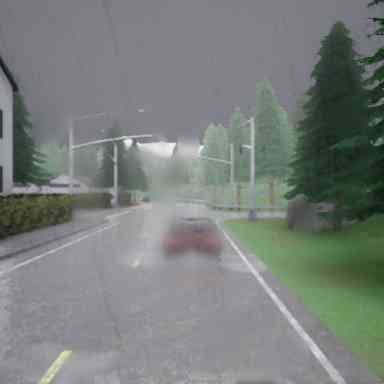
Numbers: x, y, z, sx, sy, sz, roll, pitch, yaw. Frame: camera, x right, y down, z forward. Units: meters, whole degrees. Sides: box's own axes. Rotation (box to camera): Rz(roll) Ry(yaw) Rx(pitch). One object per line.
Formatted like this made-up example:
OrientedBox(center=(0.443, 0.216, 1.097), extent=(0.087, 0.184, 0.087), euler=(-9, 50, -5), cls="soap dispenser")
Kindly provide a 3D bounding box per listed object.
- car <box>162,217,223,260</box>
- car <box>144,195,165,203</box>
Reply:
OrientedBox(center=(0.036, 1.591, 12.412), extent=(1.895, 1.301, 4.718), euler=(0, 0, 1), cls="car")
OrientedBox(center=(-7.490, 1.446, 66.388), extent=(4.902, 1.511, 2.128), euler=(0, 0, 37), cls="car")
